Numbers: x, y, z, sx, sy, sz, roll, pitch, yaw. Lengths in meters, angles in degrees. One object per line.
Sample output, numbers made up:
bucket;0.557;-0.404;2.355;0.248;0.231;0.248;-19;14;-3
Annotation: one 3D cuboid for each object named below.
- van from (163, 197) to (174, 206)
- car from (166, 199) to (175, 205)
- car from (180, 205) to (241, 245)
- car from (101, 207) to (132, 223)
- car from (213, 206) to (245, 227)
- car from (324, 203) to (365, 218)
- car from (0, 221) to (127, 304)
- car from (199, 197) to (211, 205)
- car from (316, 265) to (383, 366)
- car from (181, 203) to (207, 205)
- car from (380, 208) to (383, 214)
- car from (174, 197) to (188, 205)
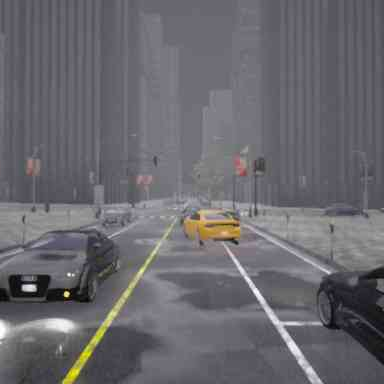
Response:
van;-5.520;2.193;73.601;1.690;1.788;3.998;0;-1;1
car;-5.421;2.548;84.621;1.947;1.339;4.313;0;-1;1
car;0.861;1.668;16.751;1.882;1.535;5.008;0;-1;-13
car;-5.761;1.845;25.834;2.008;1.369;4.403;0;-1;0
car;2.765;1.845;25.830;2.008;1.369;4.403;0;-1;0
car;18.899;2.190;41.210;4.553;1.767;2.097;1;-1;0
car;-3.099;1.659;8.322;1.994;1.385;4.181;0;-1;0
car;2.954;2.337;68.010;2.008;1.369;4.403;0;-1;1
car;3.149;1.573;4.127;1.812;1.442;4.674;0;-1;0
car;0.052;1.866;26.521;1.994;1.385;4.181;0;-1;0
car;30.374;2.649;47.888;4.892;1.490;1.837;1;-1;0
car;-2.700;2.406;80.059;1.882;1.535;5.008;0;-1;1
